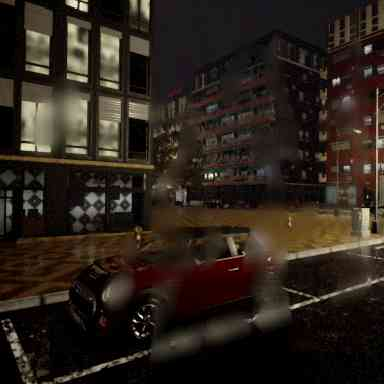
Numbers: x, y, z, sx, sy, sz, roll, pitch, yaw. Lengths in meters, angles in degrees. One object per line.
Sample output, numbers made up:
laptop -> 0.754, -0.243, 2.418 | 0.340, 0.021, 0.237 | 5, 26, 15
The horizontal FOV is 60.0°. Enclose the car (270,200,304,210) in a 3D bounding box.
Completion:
car -> 13.433, 1.806, 45.988 | 1.802, 1.307, 4.206 | 1, -1, -35

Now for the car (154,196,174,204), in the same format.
car -> -6.158, 1.724, 73.807 | 2.192, 1.841, 5.009 | 1, -1, -35

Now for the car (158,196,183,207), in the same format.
car -> -3.217, 1.733, 55.076 | 1.887, 1.381, 4.507 | 1, -1, -35

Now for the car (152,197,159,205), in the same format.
car -> -6.482, 1.763, 59.712 | 1.887, 1.381, 4.507 | 1, -1, -35

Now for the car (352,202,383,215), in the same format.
car -> 19.964, 1.729, 36.716 | 1.947, 1.339, 4.313 | 1, -1, -35

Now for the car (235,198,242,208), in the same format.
car -> 6.903, 1.725, 55.261 | 1.967, 1.590, 4.097 | 1, -1, -35

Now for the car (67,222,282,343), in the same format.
car -> -0.200, 1.441, 6.395 | 4.097, 1.590, 1.967 | 0, 1, -35

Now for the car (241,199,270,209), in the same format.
car -> 10.168, 1.799, 50.625 | 1.887, 1.381, 4.507 | 1, -1, -35

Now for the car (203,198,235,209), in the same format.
car -> 3.314, 1.677, 45.803 | 2.008, 1.369, 4.403 | 1, -1, -35
